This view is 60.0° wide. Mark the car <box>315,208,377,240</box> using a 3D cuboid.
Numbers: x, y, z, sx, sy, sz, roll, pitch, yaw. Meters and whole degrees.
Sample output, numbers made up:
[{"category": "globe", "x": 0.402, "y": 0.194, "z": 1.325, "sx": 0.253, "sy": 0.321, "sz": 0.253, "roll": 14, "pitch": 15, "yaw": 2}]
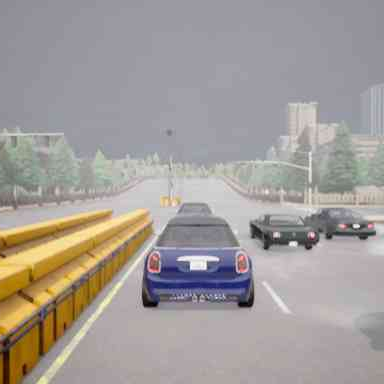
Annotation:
[{"category": "car", "x": 7.111, "y": 1.479, "z": 16.575, "sx": 2.033, "sy": 1.411, "sz": 5.357, "roll": 0, "pitch": 0, "yaw": 4}]

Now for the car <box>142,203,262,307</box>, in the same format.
[{"category": "car", "x": 0.117, "y": 1.318, "z": 8.030, "sx": 2.097, "sy": 1.767, "sz": 4.553, "roll": 0, "pitch": 0, "yaw": 0}]

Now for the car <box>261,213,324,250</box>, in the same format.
[{"category": "car", "x": 3.626, "y": 1.543, "z": 14.001, "sx": 1.895, "sy": 1.301, "sz": 4.718, "roll": 0, "pitch": 0, "yaw": 1}]
